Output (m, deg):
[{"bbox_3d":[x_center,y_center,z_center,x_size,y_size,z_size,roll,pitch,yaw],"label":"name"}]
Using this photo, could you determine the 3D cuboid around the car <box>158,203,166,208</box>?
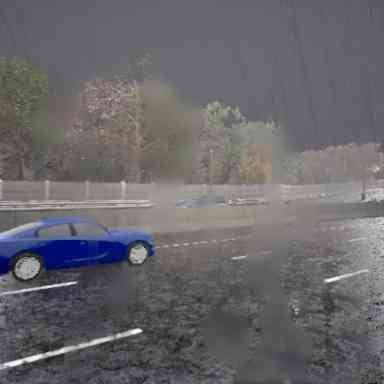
[{"bbox_3d":[-1.540,1.538,37.223,4.902,1.511,2.128,0,0,-35],"label":"car"}]

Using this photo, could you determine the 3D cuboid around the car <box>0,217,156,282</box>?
[{"bbox_3d":[-3.464,1.483,9.870,5.008,1.535,1.882,0,0,-36],"label":"car"}]

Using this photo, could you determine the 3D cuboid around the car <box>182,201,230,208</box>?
[{"bbox_3d":[1.877,1.640,26.794,4.718,1.301,1.895,0,0,-35],"label":"car"}]

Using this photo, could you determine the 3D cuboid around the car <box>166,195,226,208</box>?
[{"bbox_3d":[0.381,1.391,30.020,4.553,1.767,2.097,0,0,-35],"label":"car"}]

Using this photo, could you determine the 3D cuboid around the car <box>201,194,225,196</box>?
[{"bbox_3d":[1.211,1.271,34.877,5.566,2.045,2.150,0,0,-35],"label":"car"}]
